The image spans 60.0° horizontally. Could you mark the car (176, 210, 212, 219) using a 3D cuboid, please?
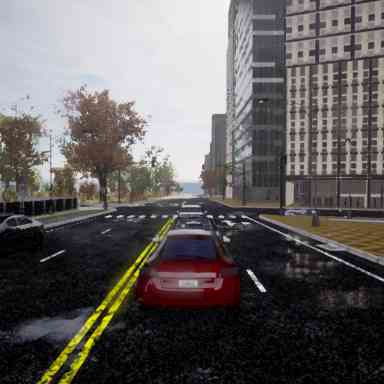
[{"bbox_3d":[0.074,1.597,13.043,1.895,1.301,4.718,0,0,0],"label":"car"}]

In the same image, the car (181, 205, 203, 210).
[{"bbox_3d":[-0.008,1.543,21.283,2.033,1.411,5.357,0,0,0],"label":"car"}]

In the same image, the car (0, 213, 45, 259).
[{"bbox_3d":[-6.570,1.489,10.882,2.128,1.511,4.902,0,0,0],"label":"car"}]

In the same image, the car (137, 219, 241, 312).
[{"bbox_3d":[-0.023,1.561,7.795,1.994,1.385,4.181,0,0,1],"label":"car"}]
